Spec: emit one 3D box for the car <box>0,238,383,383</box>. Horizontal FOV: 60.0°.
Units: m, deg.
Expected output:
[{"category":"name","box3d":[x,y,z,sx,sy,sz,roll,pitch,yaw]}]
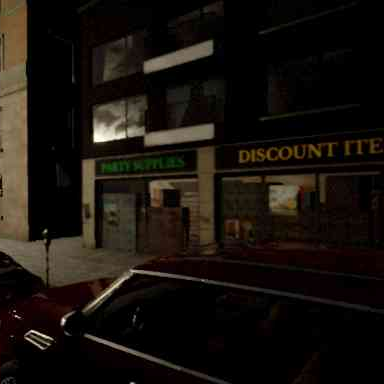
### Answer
[{"category":"car","box3d":[0.392,1.315,2.579,5.009,1.841,2.192,0,-1,36]}]
